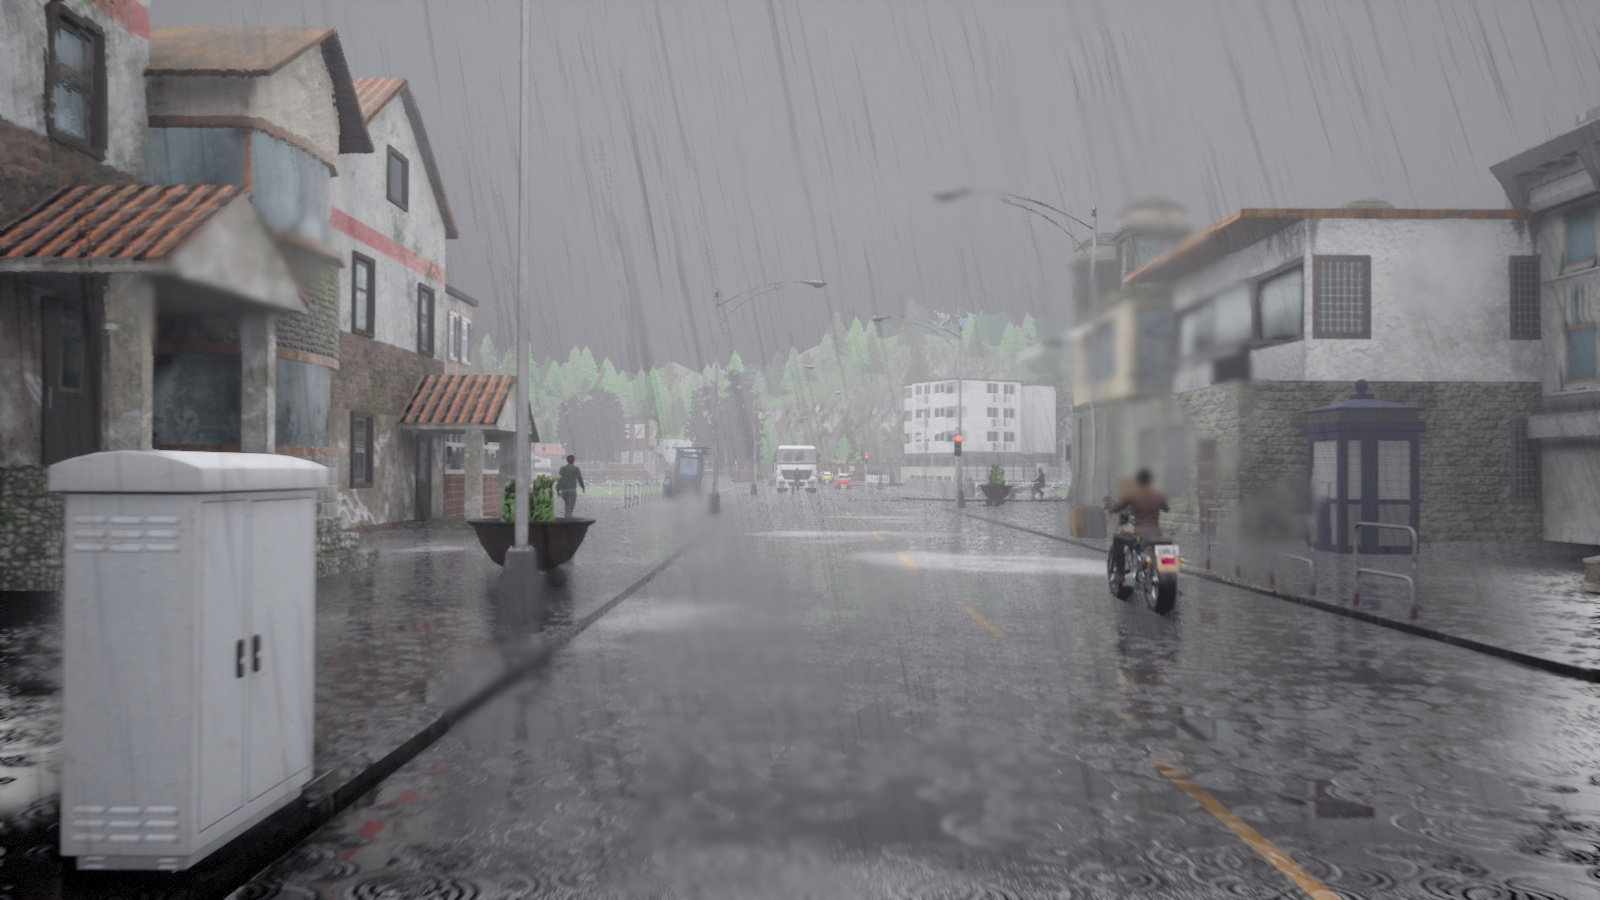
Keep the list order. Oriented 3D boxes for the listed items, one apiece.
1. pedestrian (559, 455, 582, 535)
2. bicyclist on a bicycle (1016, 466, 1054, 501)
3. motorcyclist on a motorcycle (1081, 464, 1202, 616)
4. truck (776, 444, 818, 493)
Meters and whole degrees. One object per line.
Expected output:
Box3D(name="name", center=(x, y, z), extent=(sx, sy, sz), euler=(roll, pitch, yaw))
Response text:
Box3D(name="pedestrian", center=(-5.318, 1.033, 29.116), extent=(0.353, 1.847, 0.614), euler=(0, -1, 8))
Box3D(name="bicyclist on a bicycle", center=(12.137, 1.722, 64.854), extent=(1.843, 1.776, 0.659), euler=(0, -1, -2))
Box3D(name="motorcyclist on a motorcycle", center=(3.963, 0.997, 14.791), extent=(0.766, 1.649, 2.350), euler=(0, -1, 0))
Box3D(name="truck", center=(-0.229, 1.377, 92.176), extent=(2.891, 3.462, 7.936), euler=(0, -1, 0))
